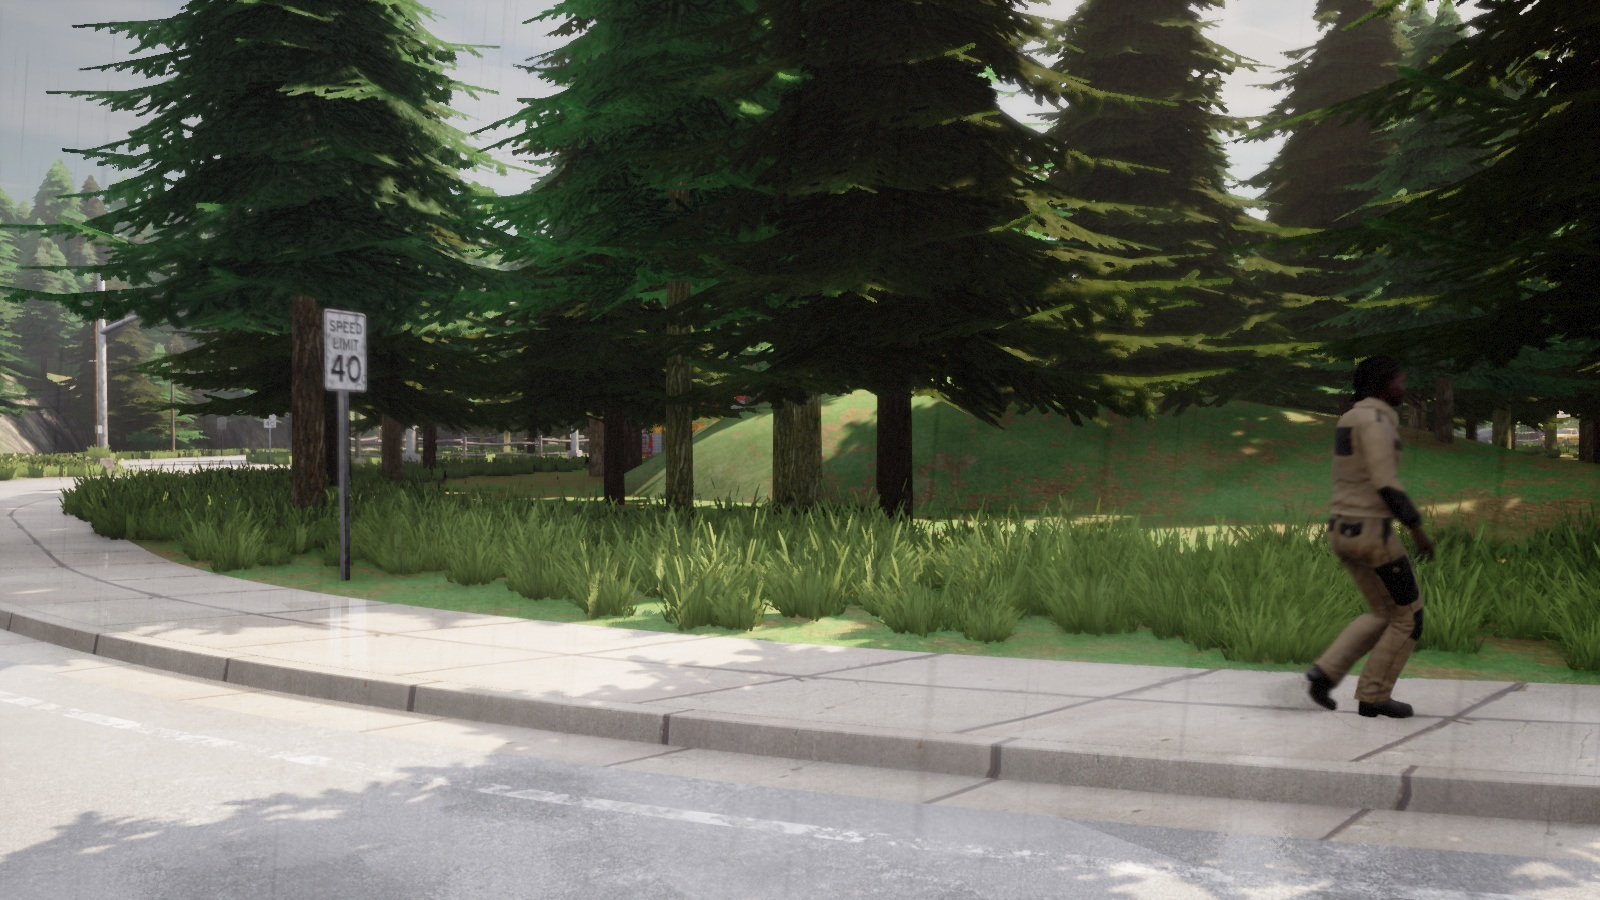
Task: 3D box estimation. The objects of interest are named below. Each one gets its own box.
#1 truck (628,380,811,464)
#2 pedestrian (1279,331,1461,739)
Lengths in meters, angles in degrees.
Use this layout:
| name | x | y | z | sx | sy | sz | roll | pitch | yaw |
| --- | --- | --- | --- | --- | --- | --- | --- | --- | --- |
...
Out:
| name | x | y | z | sx | sy | sz | roll | pitch | yaw |
| --- | --- | --- | --- | --- | --- | --- | --- | --- | --- |
| truck | -3.835 | -1.326 | 60.795 | 8.468 | 3.827 | 2.891 | 0 | 1 | -32 |
| pedestrian | 2.772 | 0.401 | 6.142 | 0.692 | 1.930 | 0.396 | 0 | 1 | 0 |
